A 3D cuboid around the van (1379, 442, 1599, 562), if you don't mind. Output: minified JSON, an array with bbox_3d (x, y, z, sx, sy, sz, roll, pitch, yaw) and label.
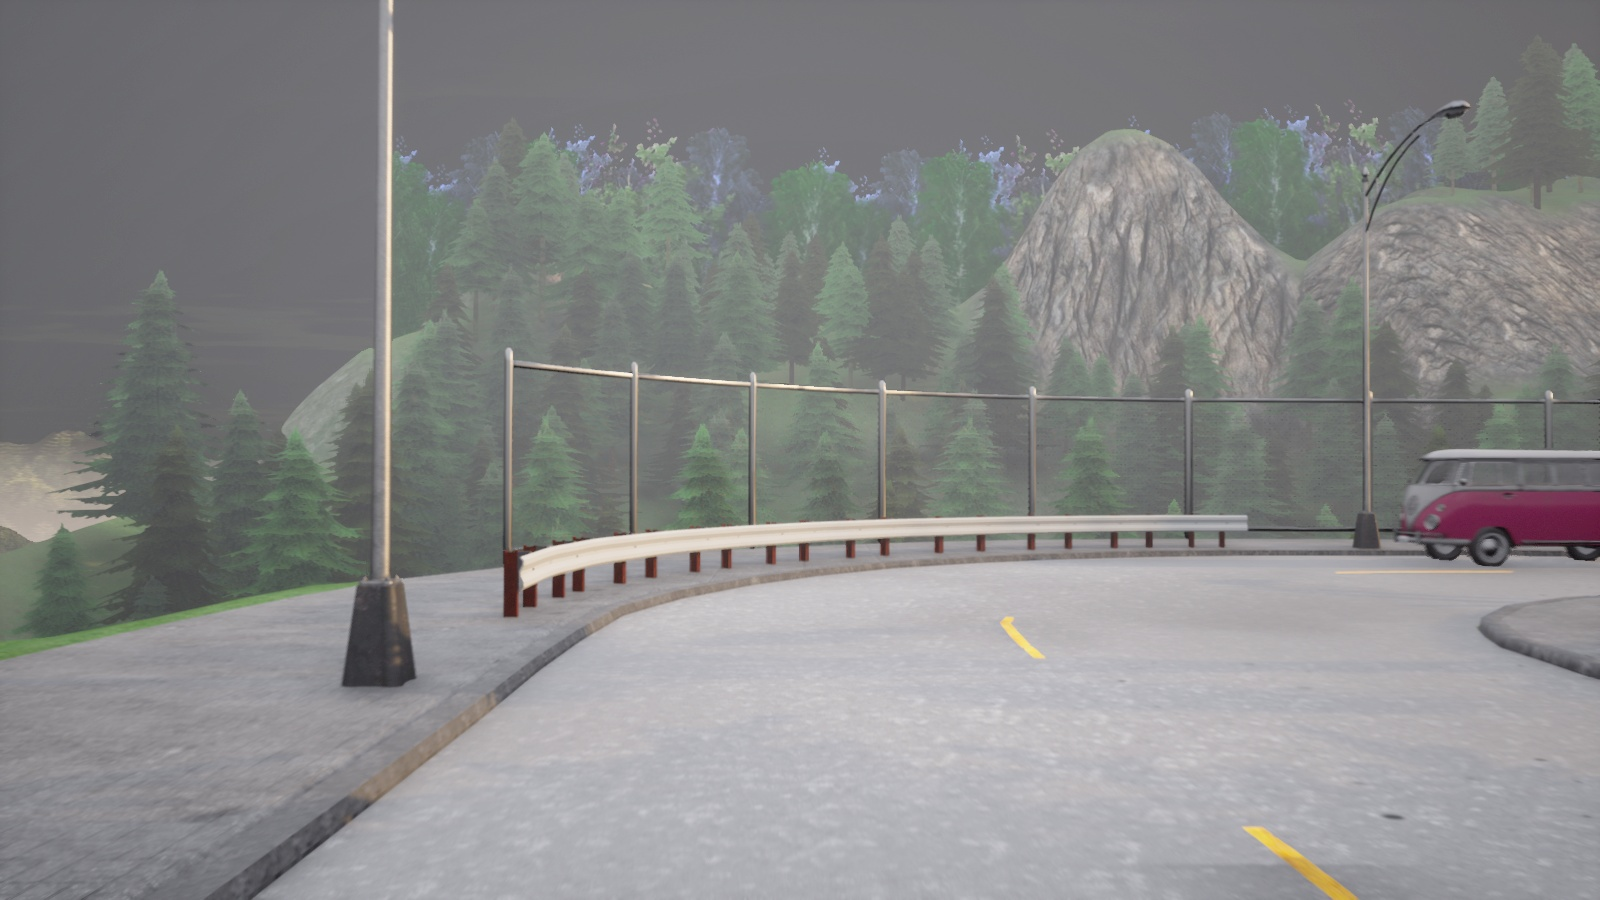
[{"bbox_3d":[12.717,0.883,21.866,4.442,1.987,1.775,0,-1,-1],"label":"van"}]
